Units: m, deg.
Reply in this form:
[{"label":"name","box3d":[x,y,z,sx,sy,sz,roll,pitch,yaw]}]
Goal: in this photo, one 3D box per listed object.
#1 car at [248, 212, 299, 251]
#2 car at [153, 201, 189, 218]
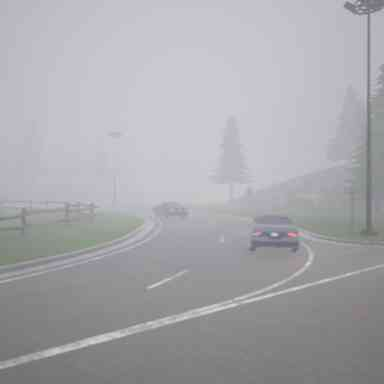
[{"label":"car","box3d":[3.388,1.546,14.131,2.033,1.411,5.357,0,0,12]},{"label":"car","box3d":[-1.983,1.546,29.857,2.033,1.411,5.357,0,0,-22]}]
